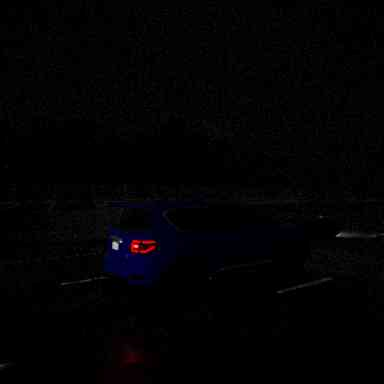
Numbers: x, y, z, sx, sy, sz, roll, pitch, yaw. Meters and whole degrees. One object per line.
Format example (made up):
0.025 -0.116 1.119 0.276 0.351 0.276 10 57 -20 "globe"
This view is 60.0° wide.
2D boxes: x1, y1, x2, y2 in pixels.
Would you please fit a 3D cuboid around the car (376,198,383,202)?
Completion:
25.407 1.570 43.587 4.553 1.767 2.097 1 0 -35 "car"

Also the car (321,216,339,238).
5.227 1.545 16.075 4.181 1.385 1.994 0 0 -36 "car"

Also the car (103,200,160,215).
-6.154 1.531 33.997 5.357 1.411 2.033 0 0 -36 "car"

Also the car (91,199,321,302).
0.603 1.205 8.462 5.566 2.045 2.150 0 0 -35 "car"

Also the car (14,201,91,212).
-7.789 1.337 19.931 4.553 1.767 2.097 0 0 -36 "car"

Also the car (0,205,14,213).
-12.559 1.464 25.127 5.008 1.535 1.882 0 0 -36 "car"

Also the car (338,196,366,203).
25.341 1.746 52.112 5.008 1.535 1.882 1 0 -35 "car"
